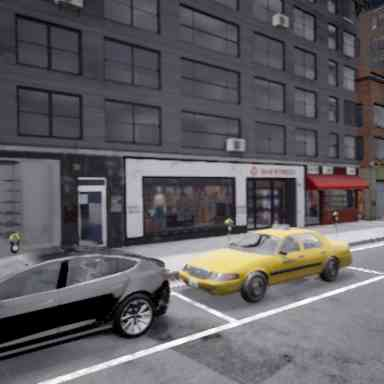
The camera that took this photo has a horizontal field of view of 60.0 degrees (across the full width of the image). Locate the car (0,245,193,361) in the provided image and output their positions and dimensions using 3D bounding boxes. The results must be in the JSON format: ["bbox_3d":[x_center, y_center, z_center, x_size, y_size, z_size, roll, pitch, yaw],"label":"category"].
[{"bbox_3d":[-2.348,1.561,4.985,4.313,1.339,1.947,0,-1,-36],"label":"car"}]

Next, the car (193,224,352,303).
[{"bbox_3d":[1.994,1.496,8.086,4.829,1.417,1.752,0,-1,-36],"label":"car"}]
